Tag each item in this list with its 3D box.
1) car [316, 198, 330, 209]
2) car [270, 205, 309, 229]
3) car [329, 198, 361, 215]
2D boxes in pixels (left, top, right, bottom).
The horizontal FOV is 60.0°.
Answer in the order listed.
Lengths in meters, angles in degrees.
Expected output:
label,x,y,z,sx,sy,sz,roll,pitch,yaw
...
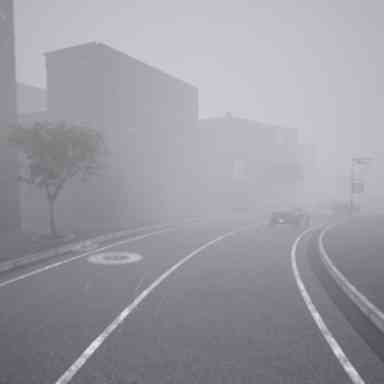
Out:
label,x,y,z,sx,sy,sz,roll,pitch,yaw
car,17.712,1.509,43.151,1.812,1.442,4.674,4,2,41
car,6.770,1.628,22.884,1.812,1.442,4.674,2,1,30
car,17.341,1.653,37.114,1.882,1.535,5.008,4,2,40
